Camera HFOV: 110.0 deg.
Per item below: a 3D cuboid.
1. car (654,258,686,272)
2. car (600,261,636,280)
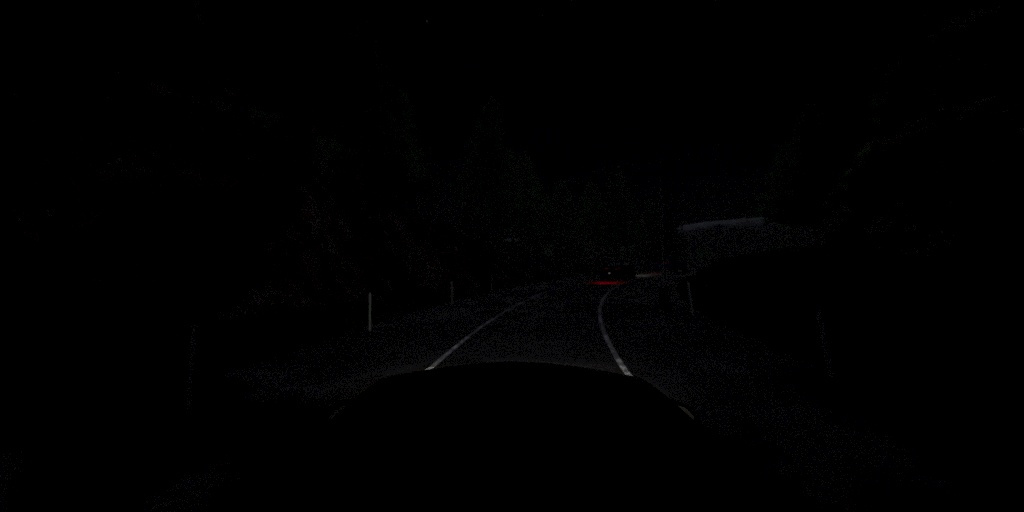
[{"bbox_3d":[17.925,0.917,40.652,5.008,1.535,1.882,-1,-3,-43],"label":"car"},{"bbox_3d":[8.864,1.151,29.877,1.882,1.535,5.008,-3,-1,33],"label":"car"}]
